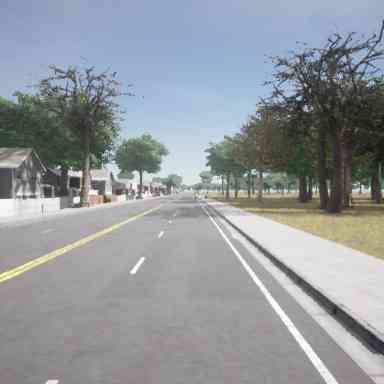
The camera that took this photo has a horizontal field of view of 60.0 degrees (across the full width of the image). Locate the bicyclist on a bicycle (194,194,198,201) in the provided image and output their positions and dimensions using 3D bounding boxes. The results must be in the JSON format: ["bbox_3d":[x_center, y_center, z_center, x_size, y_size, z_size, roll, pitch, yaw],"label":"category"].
[{"bbox_3d":[0.918,1.477,79.952,0.866,1.612,1.509,2,1,0],"label":"bicyclist on a bicycle"}]

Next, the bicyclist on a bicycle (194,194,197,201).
[{"bbox_3d":[0.922,1.380,88.954,0.659,1.776,1.843,2,1,0],"label":"bicyclist on a bicycle"}]
